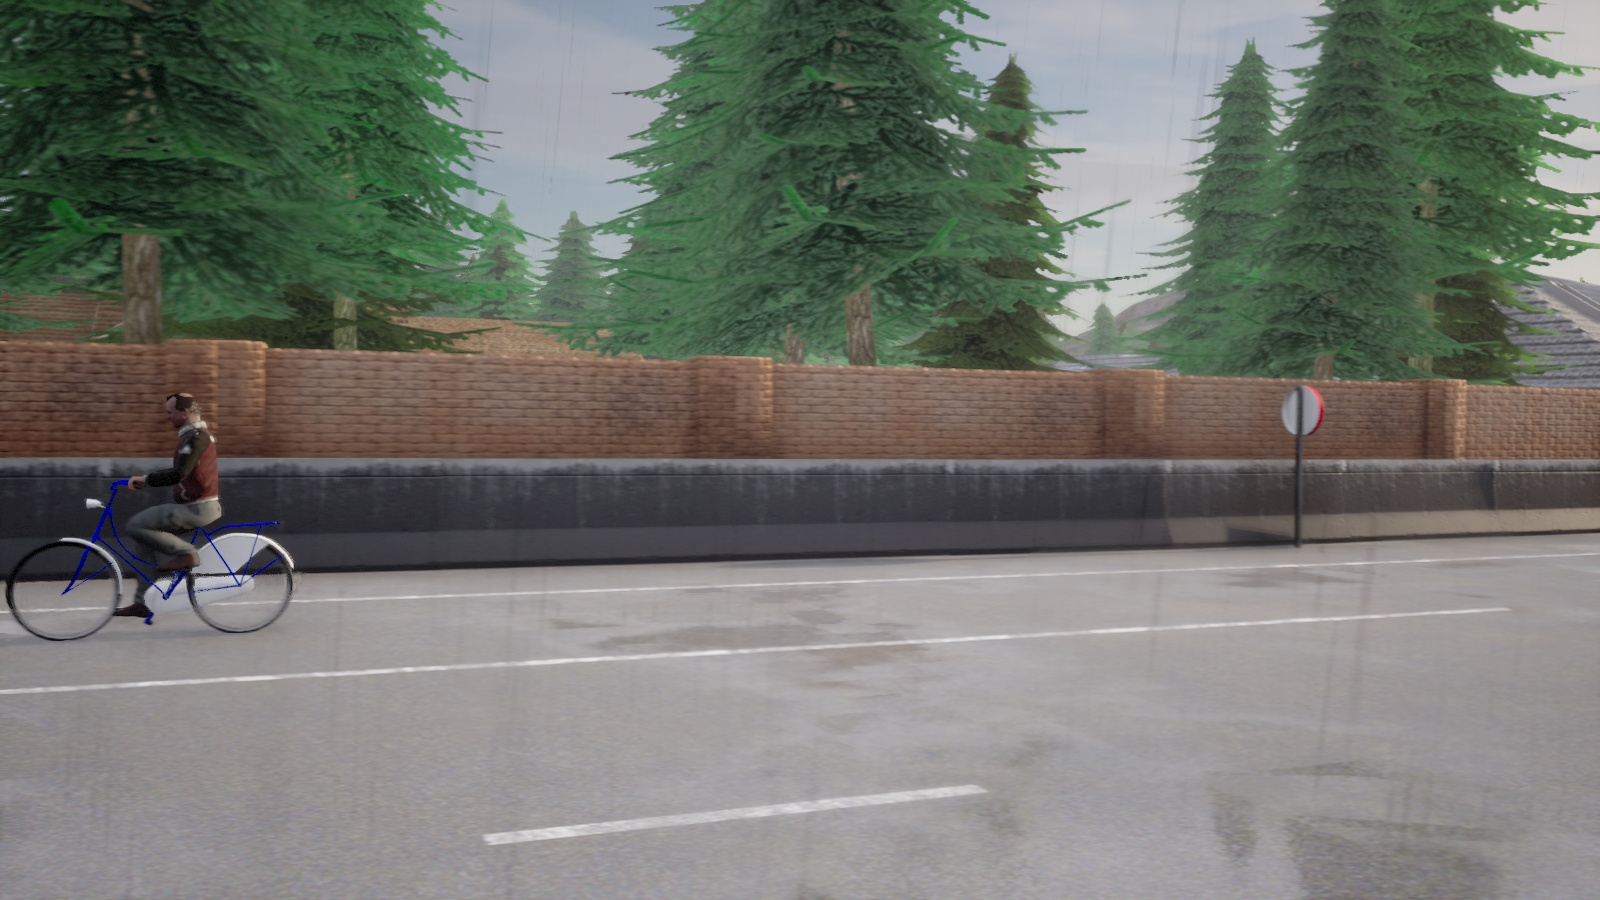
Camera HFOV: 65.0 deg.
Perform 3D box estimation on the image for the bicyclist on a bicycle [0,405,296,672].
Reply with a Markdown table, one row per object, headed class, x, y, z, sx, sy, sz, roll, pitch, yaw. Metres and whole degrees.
| class | x | y | z | sx | sy | sz | roll | pitch | yaw |
| --- | --- | --- | --- | --- | --- | --- | --- | --- | --- |
| bicyclist on a bicycle | -4.614 | 0.573 | 8.973 | 1.843 | 1.776 | 0.659 | -1 | 1 | -21 |
